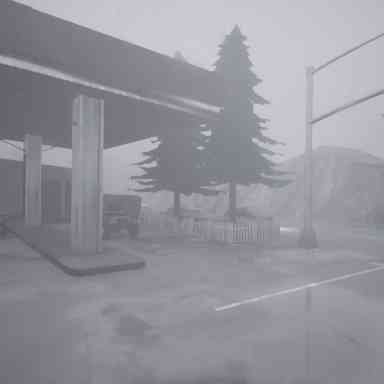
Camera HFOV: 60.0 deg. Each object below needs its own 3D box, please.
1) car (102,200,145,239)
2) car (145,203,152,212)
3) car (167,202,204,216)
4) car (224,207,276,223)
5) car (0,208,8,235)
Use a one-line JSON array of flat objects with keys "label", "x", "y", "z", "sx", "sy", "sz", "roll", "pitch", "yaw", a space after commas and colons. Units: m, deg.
[{"label": "car", "x": -4.508, "y": 1.446, "z": 18.283, "sx": 1.905, "sy": 1.878, "sz": 3.866, "roll": 1, "pitch": 0, "yaw": -36}, {"label": "car", "x": -6.580, "y": 1.654, "z": 40.204, "sx": 1.812, "sy": 1.442, "sz": 4.674, "roll": 1, "pitch": 0, "yaw": -35}, {"label": "car", "x": -0.712, "y": 1.722, "z": 31.878, "sx": 1.812, "sy": 1.442, "sz": 4.674, "roll": 1, "pitch": 0, "yaw": -35}, {"label": "car", "x": 4.207, "y": 1.818, "z": 24.881, "sx": 1.994, "sy": 1.385, "sz": 4.181, "roll": 1, "pitch": 0, "yaw": -35}, {"label": "car", "x": -11.639, "y": 1.520, "z": 18.489, "sx": 2.242, "sy": 1.667, "sz": 4.611, "roll": 1, "pitch": 0, "yaw": -36}]
